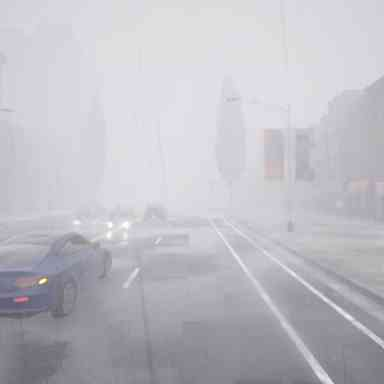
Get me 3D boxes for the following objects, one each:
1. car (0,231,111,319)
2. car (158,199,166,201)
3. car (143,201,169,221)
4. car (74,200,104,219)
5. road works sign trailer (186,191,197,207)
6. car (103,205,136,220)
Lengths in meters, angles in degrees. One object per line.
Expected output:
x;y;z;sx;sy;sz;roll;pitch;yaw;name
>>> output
-3.157;1.584;7.394;1.812;1.442;4.674;0;0;0;car
-6.550;2.316;72.301;2.097;1.767;4.553;0;-1;0;car
-3.172;1.780;29.733;1.837;1.490;4.892;0;-1;0;car
-9.865;1.664;32.562;2.097;1.767;4.553;0;-1;0;car
-0.052;1.635;74.963;2.380;3.560;2.880;0;-2;0;road works sign trailer
-6.618;1.900;31.614;1.895;1.301;4.718;0;-1;0;car
